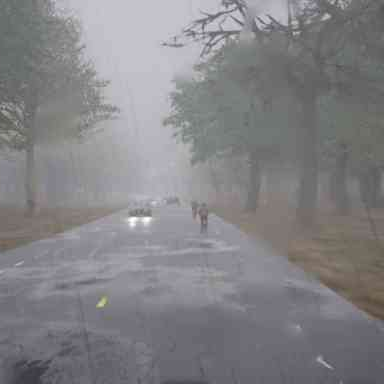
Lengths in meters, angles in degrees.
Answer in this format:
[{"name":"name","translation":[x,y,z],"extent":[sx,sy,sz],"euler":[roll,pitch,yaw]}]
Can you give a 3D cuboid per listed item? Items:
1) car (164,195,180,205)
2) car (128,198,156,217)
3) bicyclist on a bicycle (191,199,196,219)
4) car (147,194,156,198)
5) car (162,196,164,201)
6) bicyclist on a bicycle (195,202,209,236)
[{"name":"car","translation":[-3.275,1.212,56.375],"extent":[2.097,1.767,4.553],"euler":[0,0,-6]},{"name":"car","translation":[-4.641,1.522,30.533],"extent":[1.994,1.385,4.181],"euler":[0,0,-4]},{"name":"bicyclist on a bicycle","translation":[0.202,1.405,26.132],"extent":[0.582,1.620,1.656],"euler":[0,0,-3]},{"name":"car","translation":[-8.729,1.306,70.789],"extent":[1.837,1.490,4.892],"euler":[0,0,-8]},{"name":"car","translation":[-5.738,1.386,74.486],"extent":[1.895,1.301,4.718],"euler":[-1,0,-9]},{"name":"bicyclist on a bicycle","translation":[0.614,1.424,17.080],"extent":[0.582,1.620,1.656],"euler":[0,0,-2]}]
